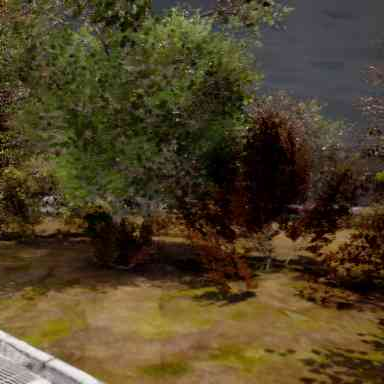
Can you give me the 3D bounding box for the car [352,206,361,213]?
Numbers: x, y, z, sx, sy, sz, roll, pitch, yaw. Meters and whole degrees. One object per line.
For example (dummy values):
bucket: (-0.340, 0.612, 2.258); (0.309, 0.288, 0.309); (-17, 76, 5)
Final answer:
car: (18.512, 2.334, 37.597); (2.002, 1.452, 4.674); (0, 0, 35)
